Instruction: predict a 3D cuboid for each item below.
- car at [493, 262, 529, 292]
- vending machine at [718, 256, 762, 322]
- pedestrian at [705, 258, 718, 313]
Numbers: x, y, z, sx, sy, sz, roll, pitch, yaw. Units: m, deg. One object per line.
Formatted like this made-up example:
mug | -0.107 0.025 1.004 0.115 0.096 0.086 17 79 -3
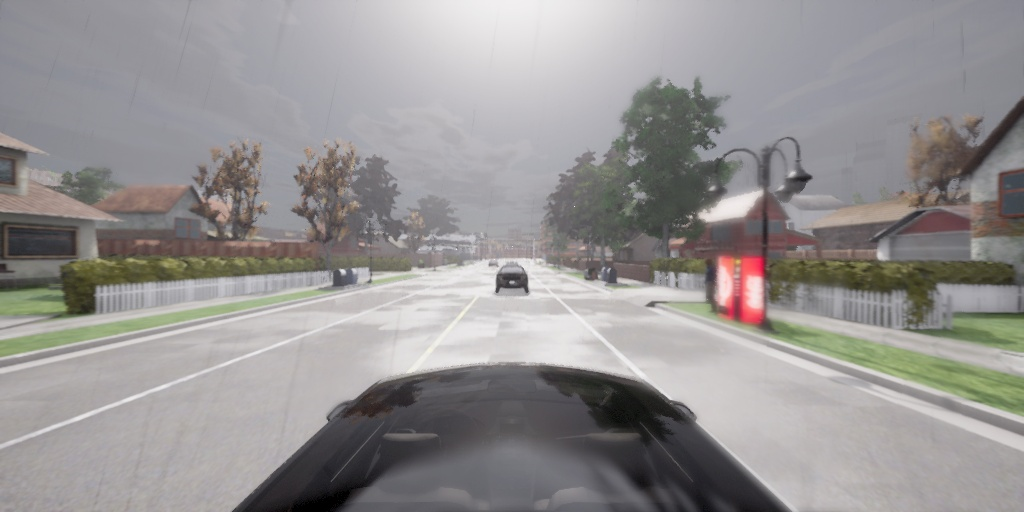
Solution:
car | 0.021 1.330 22.357 1.882 1.535 5.008 0 0 0
vending machine | 6.887 0.987 10.773 1.100 2.100 0.880 0 0 0
pedestrian | 6.555 0.940 11.815 0.375 1.860 0.375 0 0 0
